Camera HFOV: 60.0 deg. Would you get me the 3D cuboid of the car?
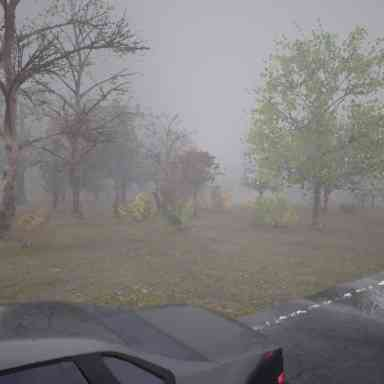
[{"bbox_3d":[-1.640,1.548,1.887,5.357,1.411,2.033,0,0,-37],"label":"car"}]
